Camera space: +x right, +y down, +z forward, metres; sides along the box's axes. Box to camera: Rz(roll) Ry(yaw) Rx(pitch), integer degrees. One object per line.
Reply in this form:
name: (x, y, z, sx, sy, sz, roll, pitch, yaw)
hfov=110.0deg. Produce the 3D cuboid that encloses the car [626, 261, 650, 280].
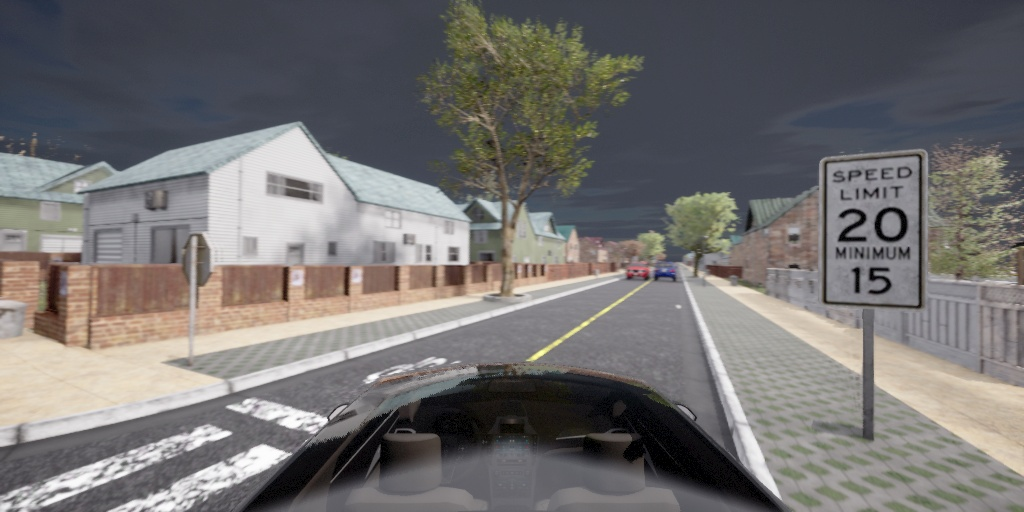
car: (14.438, 1.646, 40.917, 2.150, 2.045, 5.566, 0, -1, 25)

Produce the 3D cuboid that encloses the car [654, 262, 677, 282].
car: (16.796, 1.660, 39.290, 2.150, 2.045, 5.566, 0, -1, 25)
